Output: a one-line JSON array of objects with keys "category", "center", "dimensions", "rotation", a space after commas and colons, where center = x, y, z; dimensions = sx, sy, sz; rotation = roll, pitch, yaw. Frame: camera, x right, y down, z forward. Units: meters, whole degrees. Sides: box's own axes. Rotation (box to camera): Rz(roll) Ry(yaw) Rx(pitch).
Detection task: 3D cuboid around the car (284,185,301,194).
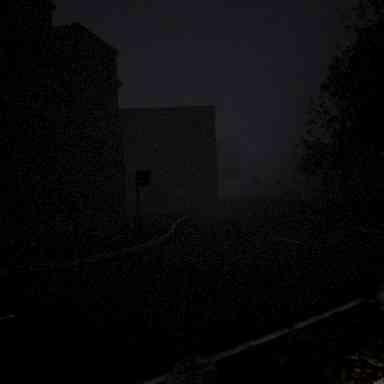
[{"category": "car", "center": [16.528, -0.491, 55.073], "dimensions": [1.882, 1.535, 5.008], "rotation": [-2, 1, 4]}]
